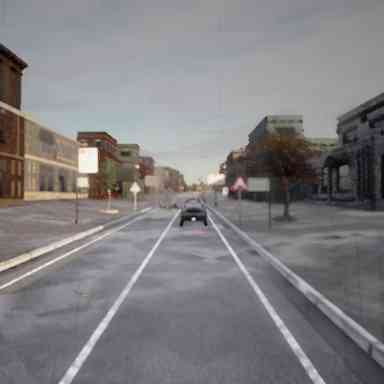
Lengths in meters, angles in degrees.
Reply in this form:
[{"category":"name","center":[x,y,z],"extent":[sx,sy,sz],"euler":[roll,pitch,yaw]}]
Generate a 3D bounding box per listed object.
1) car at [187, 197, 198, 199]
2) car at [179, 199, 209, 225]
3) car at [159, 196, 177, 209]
[{"category":"car","center":[0.120,1.395,42.025],"extent":[2.033,1.649,4.856],"euler":[0,0,0]},{"category":"car","center":[0.112,1.490,23.880],"extent":[1.837,1.490,4.892],"euler":[0,0,0]},{"category":"car","center":[-3.063,1.320,43.591],"extent":[2.097,1.767,4.553],"euler":[0,0,0]}]
